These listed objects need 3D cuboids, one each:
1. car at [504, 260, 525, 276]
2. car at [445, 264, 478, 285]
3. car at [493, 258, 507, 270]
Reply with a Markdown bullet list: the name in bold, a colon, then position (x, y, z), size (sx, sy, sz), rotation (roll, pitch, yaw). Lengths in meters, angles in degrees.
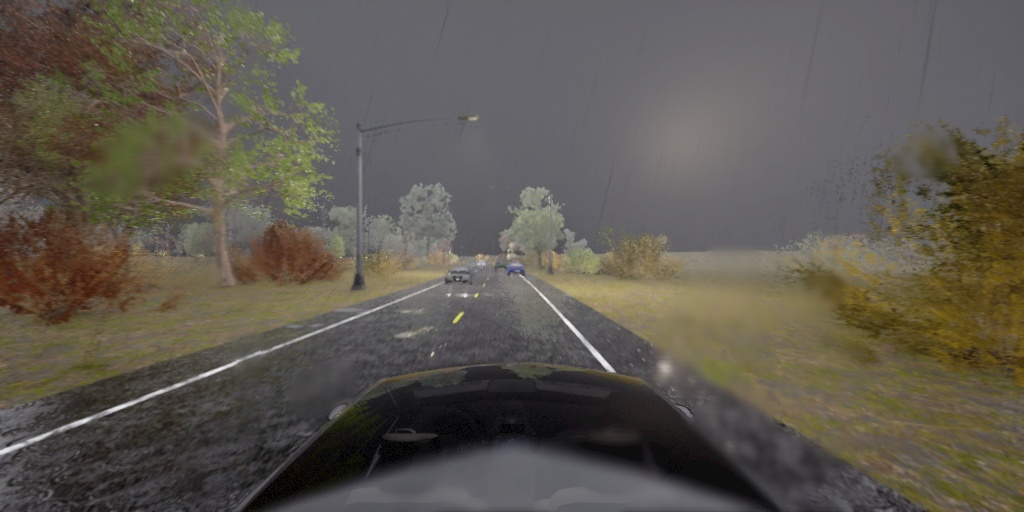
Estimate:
- **car**: position (0.433, 1.451, 40.783), size (1.882, 1.535, 5.008), rotation (0, 0, -2)
- **car**: position (-3.949, 1.476, 27.673), size (1.994, 1.385, 4.181), rotation (0, 0, -2)
- **car**: position (-1.745, 1.311, 59.807), size (2.150, 2.045, 5.566), rotation (0, 0, -4)
